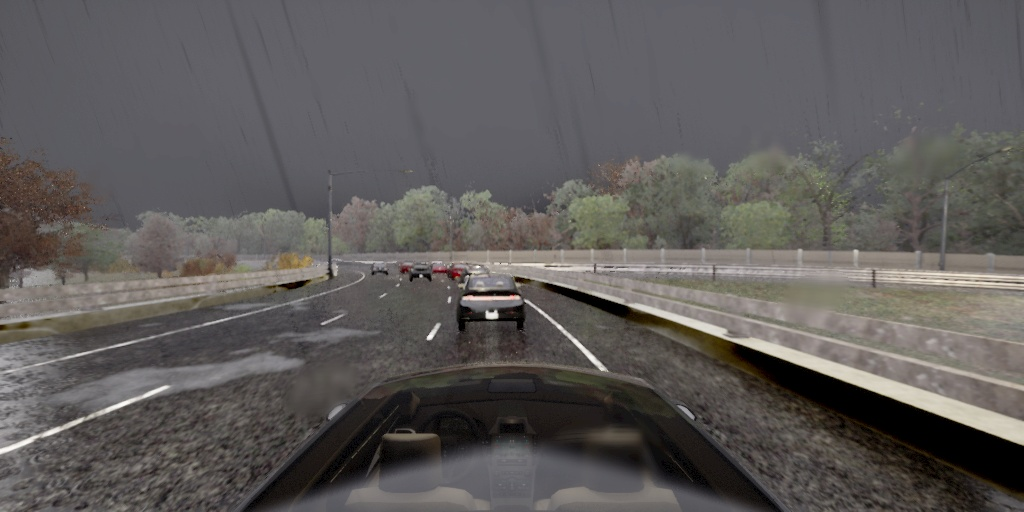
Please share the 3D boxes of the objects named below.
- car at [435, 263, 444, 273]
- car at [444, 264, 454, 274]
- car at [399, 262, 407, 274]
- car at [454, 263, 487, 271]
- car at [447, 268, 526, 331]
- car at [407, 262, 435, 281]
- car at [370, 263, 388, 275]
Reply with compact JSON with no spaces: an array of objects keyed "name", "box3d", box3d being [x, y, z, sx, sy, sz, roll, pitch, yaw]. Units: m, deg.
[{"name":"car","box3d":[-9.765,1.548,46.407,1.994,1.385,4.181,0,0,-23]},{"name":"car","box3d":[-4.822,1.386,32.981,1.882,1.535,5.008,0,0,-16]},{"name":"car","box3d":[-13.330,1.465,45.842,1.882,1.535,5.008,0,0,-23]},{"name":"car","box3d":[-2.272,1.344,22.189,2.128,1.511,4.902,0,0,-11]},{"name":"car","box3d":[-0.688,1.286,11.241,2.128,1.511,4.902,0,-1,-5]},{"name":"car","box3d":[-8.333,1.421,32.469,1.837,1.490,4.892,0,0,-17]},{"name":"car","box3d":[-16.370,1.535,44.125,2.033,1.411,5.357,0,0,-24]}]
